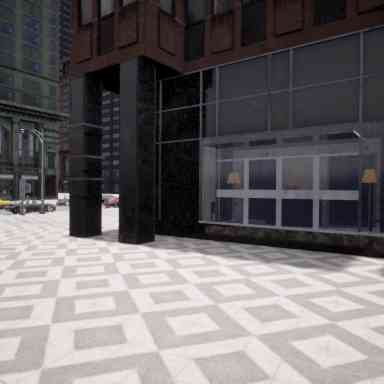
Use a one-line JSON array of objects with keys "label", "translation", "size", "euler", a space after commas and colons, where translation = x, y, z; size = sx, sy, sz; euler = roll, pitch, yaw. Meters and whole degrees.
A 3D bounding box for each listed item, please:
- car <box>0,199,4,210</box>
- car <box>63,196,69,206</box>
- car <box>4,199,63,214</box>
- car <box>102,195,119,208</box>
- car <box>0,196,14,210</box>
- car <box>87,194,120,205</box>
[{"label": "car", "translation": [-18.093, 1.419, 26.825], "size": [1.947, 1.339, 4.313], "euler": [2, 2, 36]}, {"label": "car", "translation": [-15.935, 1.132, 44.478], "size": [2.008, 1.369, 4.403], "euler": [2, 2, 36]}, {"label": "car", "translation": [-14.961, 1.342, 31.198], "size": [2.008, 1.369, 4.403], "euler": [2, 2, 36]}, {"label": "car", "translation": [-8.698, 1.244, 39.942], "size": [1.802, 1.307, 4.206], "euler": [2, 2, 36]}, {"label": "car", "translation": [-22.092, 1.233, 35.880], "size": [1.752, 1.417, 4.829], "euler": [2, 2, 36]}, {"label": "car", "translation": [-12.906, 1.082, 48.707], "size": [1.947, 1.339, 4.313], "euler": [2, 2, 36]}]
